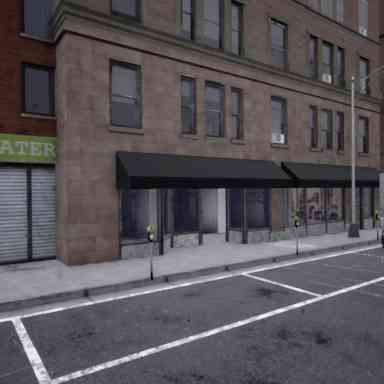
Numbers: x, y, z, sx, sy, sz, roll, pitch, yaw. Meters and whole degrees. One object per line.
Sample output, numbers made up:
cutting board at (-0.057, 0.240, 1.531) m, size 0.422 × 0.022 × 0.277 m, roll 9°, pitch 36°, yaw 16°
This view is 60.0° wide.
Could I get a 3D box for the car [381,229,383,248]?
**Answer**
car at (9.165, 1.537, 13.075) m, size 4.507 × 1.381 × 1.887 m, roll 0°, pitch -1°, yaw -35°
